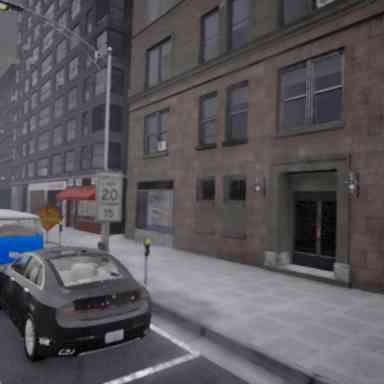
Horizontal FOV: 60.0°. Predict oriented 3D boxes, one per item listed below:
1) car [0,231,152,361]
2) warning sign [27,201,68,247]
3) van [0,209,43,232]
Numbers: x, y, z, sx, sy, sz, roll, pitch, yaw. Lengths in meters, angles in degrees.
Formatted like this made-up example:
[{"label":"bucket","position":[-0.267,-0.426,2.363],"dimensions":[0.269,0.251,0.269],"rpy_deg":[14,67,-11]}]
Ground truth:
[{"label":"car","position":[-2.397,1.666,6.066],"dimensions":[2.008,1.369,4.403],"rpy_deg":[3,-2,-39]},{"label":"warning sign","position":[-6.282,1.356,14.471],"dimensions":[1.300,1.860,1.060],"rpy_deg":[3,-2,-39]},{"label":"van","position":[-5.992,1.477,10.467],"dimensions":[1.690,1.788,3.998],"rpy_deg":[3,-2,-39]}]
